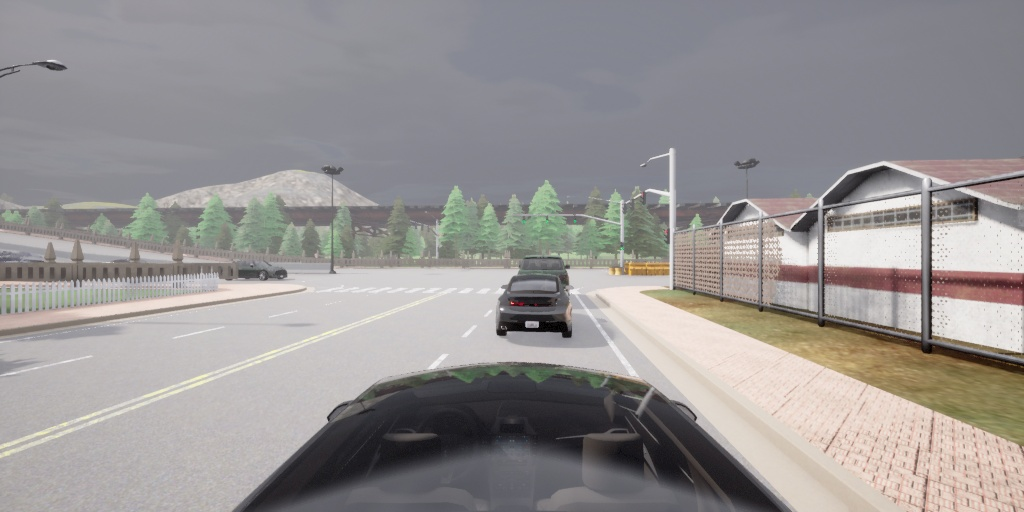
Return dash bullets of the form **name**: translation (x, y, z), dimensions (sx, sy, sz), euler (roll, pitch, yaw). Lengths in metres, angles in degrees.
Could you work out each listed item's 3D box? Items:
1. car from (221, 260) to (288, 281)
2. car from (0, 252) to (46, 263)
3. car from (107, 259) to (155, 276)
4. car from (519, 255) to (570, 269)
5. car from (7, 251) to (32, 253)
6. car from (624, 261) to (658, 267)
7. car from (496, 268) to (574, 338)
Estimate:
- **car**: translation (-21.182, 1.101, 29.727), dimensions (4.553, 1.767, 2.097), euler (0, 0, 6)
- **car**: translation (-44.241, 0.685, 31.412), dimensions (4.718, 1.301, 1.895), euler (4, 0, 4)
- **car**: translation (-30.602, 1.256, 30.435), dimensions (5.357, 1.411, 2.033), euler (1, 0, 4)
- **car**: translation (1.449, 0.971, 16.279), dimensions (2.150, 2.045, 5.566), euler (0, 0, 7)
- **car**: translation (-48.224, 0.277, 35.231), dimensions (5.357, 1.411, 2.033), euler (5, 0, 5)
- **car**: translation (15.737, 1.351, 41.492), dimensions (4.718, 1.301, 1.895), euler (0, 0, 4)
- **car**: translation (0.695, 1.255, 10.264), dimensions (1.837, 1.490, 4.892), euler (0, 0, 6)
